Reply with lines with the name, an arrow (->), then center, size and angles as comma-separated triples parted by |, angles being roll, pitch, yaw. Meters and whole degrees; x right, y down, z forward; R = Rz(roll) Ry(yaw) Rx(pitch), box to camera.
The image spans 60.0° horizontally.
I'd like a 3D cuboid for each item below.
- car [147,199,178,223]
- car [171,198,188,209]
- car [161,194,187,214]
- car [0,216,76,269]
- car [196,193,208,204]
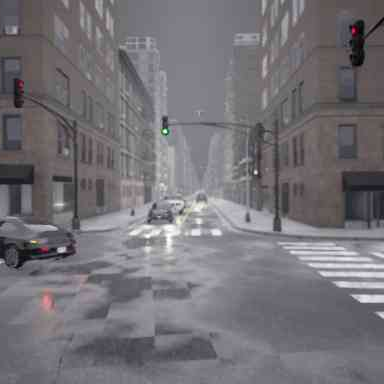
car -> -2.327, 1.518, 25.821 | 1.837, 1.490, 4.892 | 0, 0, 0
car -> -1.693, 1.564, 46.445 | 2.033, 1.411, 5.357 | 0, 0, 2
car -> -2.027, 1.237, 35.871 | 2.150, 2.045, 5.566 | 0, 0, 2
car -> -5.916, 1.511, 11.049 | 4.674, 1.442, 1.812 | 1, -1, 29
car -> 1.942, 1.226, 66.637 | 2.150, 2.045, 5.566 | 0, 0, 2
